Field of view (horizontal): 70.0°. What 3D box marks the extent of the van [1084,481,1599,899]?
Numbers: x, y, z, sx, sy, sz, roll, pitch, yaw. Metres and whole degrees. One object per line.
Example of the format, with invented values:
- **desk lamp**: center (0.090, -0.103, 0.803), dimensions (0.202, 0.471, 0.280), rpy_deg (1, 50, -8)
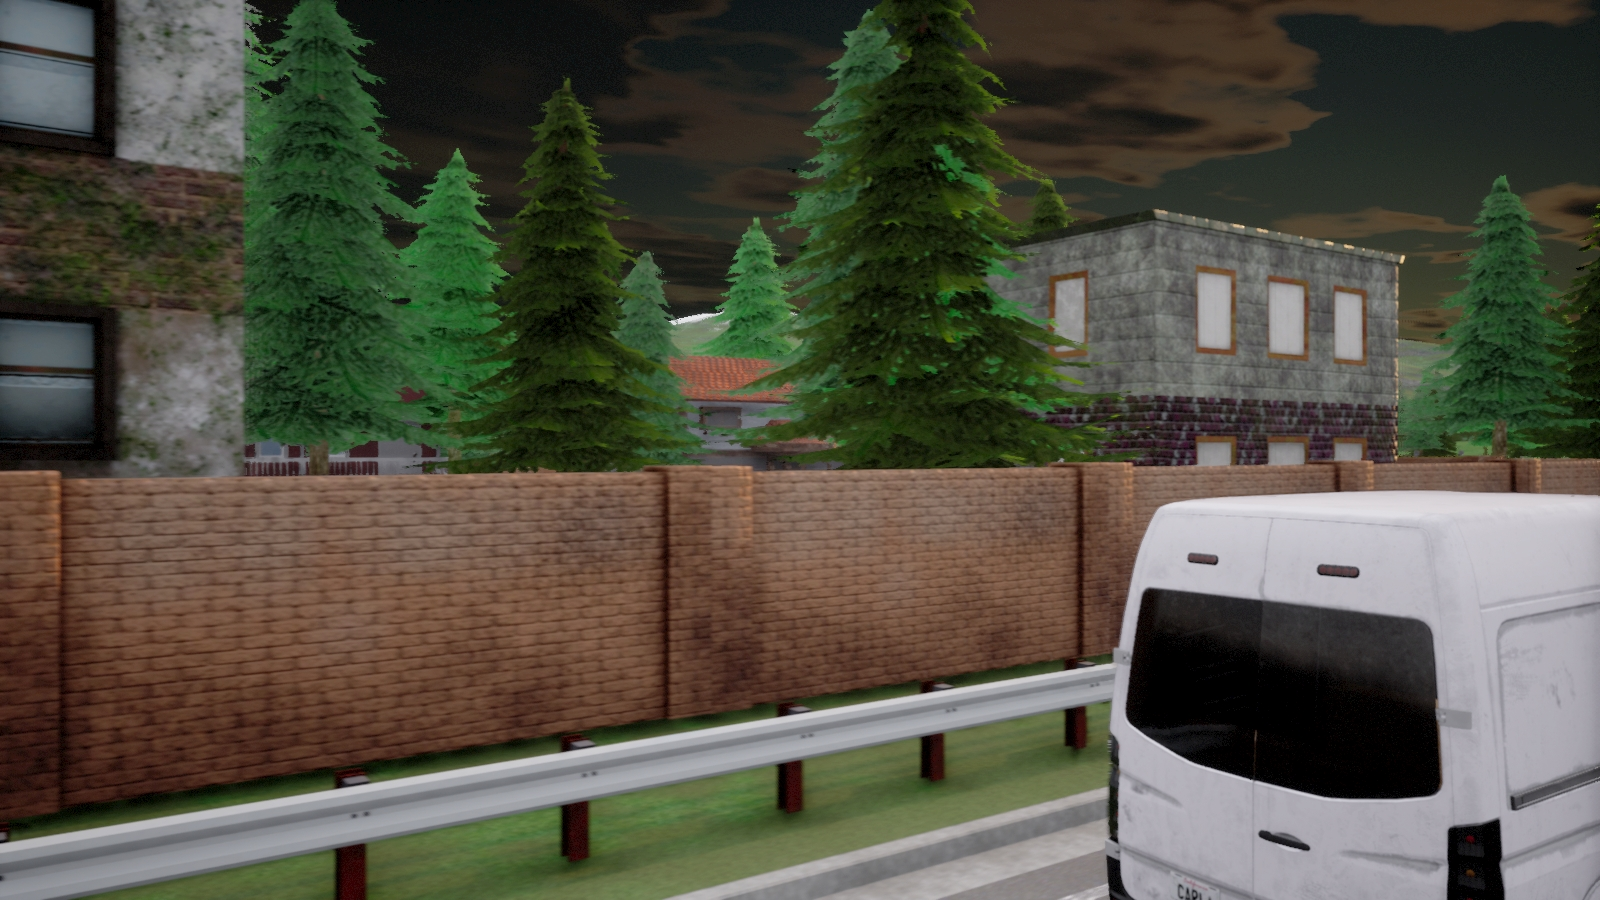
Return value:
- **van**: center (4.496, 1.536, 6.935), dimensions (5.915, 2.561, 1.988), rpy_deg (0, 0, -35)
